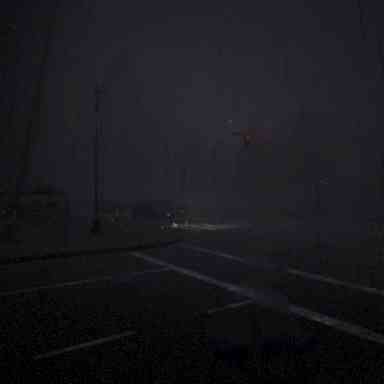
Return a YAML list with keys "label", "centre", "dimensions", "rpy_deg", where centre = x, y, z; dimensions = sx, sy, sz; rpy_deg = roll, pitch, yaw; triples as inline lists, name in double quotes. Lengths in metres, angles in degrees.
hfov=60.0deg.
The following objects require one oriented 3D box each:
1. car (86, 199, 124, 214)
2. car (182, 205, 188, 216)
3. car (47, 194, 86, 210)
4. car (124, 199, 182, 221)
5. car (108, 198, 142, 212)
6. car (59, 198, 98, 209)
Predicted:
- label: "car"
  centre: [-8.947, 1.536, 35.014]
  dimensions: [2.033, 1.411, 5.357]
  rpy_deg: [0, 0, -36]
- label: "car"
  centre: [-2.315, 1.491, 31.721]
  dimensions: [2.128, 1.511, 4.902]
  rpy_deg: [0, 0, -36]
- label: "car"
  centre: [-16.119, 1.204, 42.191]
  dimensions: [5.566, 2.045, 2.150]
  rpy_deg: [0, 0, 34]
- label: "car"
  centre: [-3.273, 1.479, 27.084]
  dimensions: [2.128, 1.511, 4.902]
  rpy_deg: [0, 0, -38]
- label: "car"
  centre: [-7.928, 1.524, 39.066]
  dimensions: [1.812, 1.442, 4.674]
  rpy_deg: [0, 0, -40]
- label: "car"
  centre: [-15.701, 1.539, 46.073]
  dimensions: [5.357, 1.411, 2.033]
  rpy_deg: [0, 0, 29]
